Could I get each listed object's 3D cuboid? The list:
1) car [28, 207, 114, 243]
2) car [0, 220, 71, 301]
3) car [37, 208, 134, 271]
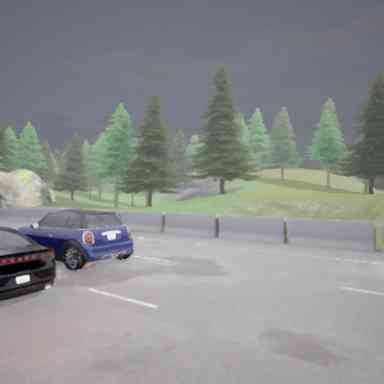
[{"bbox_3d":[-6.322,1.583,17.100,4.674,1.442,1.812,0,0,36],"label":"car"},{"bbox_3d":[-5.195,1.499,7.696,5.008,1.535,1.882,0,0,36],"label":"car"},{"bbox_3d":[-4.153,1.379,11.252,4.553,1.767,2.097,0,0,36],"label":"car"}]
